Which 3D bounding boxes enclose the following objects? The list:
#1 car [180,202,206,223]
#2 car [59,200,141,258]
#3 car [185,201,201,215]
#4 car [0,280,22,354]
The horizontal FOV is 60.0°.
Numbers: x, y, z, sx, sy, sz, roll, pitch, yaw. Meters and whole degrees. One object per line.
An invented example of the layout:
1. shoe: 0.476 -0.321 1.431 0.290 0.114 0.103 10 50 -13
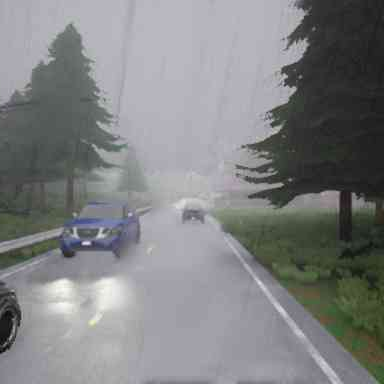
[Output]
1. car: 0.087 1.828 28.406 1.837 1.490 4.892 0 0 0
2. car: -3.506 1.379 13.836 2.150 2.045 5.566 0 -1 0
3. car: 0.079 1.937 40.668 1.882 1.535 5.008 0 -1 0
4. car: -3.599 1.605 3.390 1.994 1.385 4.181 0 -1 0
